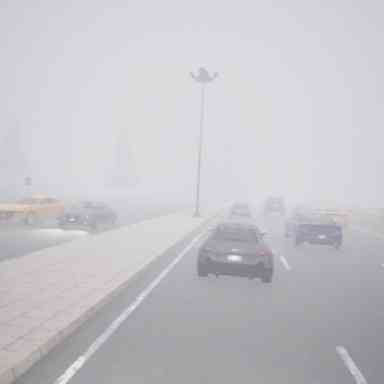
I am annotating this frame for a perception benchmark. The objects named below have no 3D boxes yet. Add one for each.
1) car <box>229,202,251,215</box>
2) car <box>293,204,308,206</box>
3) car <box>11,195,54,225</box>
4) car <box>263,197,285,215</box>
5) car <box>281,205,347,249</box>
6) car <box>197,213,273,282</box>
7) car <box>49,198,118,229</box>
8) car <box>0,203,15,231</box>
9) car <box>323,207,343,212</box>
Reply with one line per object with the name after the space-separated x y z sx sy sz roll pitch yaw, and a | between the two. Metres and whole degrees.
4.598 1.679 31.400 1.994 1.385 4.181 3 0 10 | car
13.129 2.085 39.738 1.994 1.385 4.181 3 0 10 | car
-9.107 0.934 19.267 1.882 1.535 5.008 3 0 9 | car
9.195 1.550 37.343 2.150 2.045 5.566 3 0 10 | car
5.751 1.709 16.200 1.882 1.535 5.008 3 0 8 | car
1.327 1.592 10.098 1.994 1.385 4.181 3 0 8 | car
-5.684 1.199 18.562 1.994 1.385 4.181 3 0 8 | car
-7.143 1.124 8.677 1.812 1.442 4.674 3 0 8 | car
10.943 1.936 26.727 1.882 1.535 5.008 3 0 9 | car
